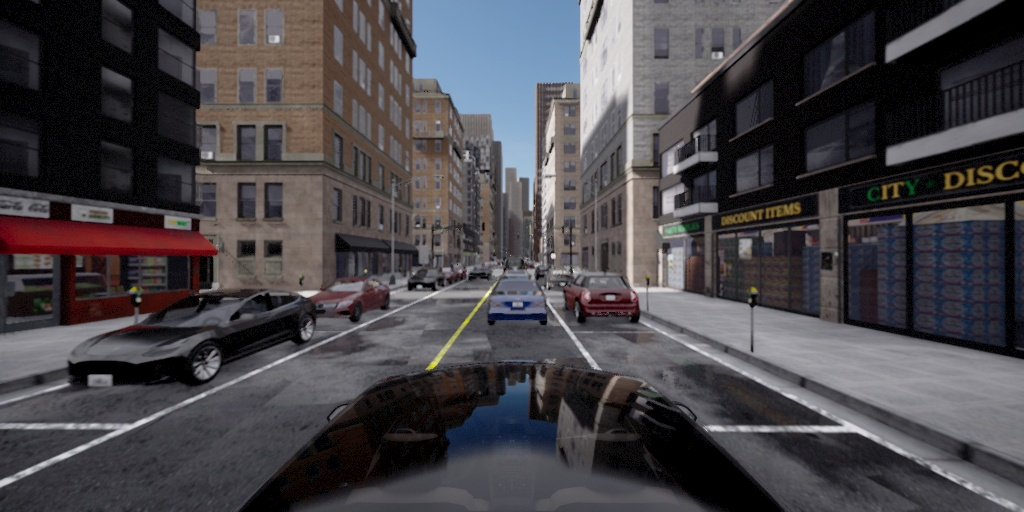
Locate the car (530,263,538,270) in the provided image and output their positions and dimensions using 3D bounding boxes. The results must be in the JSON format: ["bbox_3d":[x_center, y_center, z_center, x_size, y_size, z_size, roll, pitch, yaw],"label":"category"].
[{"bbox_3d":[3.101,1.554,34.539,1.948,1.339,4.313,0,0,0],"label":"car"}]

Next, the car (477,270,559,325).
[{"bbox_3d":[0.173,1.372,12.173,2.033,1.411,5.357,0,0,1],"label":"car"}]

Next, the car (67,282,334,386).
[{"bbox_3d":[-5.637,1.353,7.099,1.948,1.339,4.313,0,0,0],"label":"car"}]

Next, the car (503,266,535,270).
[{"bbox_3d":[0.257,1.506,23.274,1.895,1.301,4.718,0,0,0],"label":"car"}]

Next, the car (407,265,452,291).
[{"bbox_3d":[-5.509,1.472,23.602,1.948,1.339,4.313,0,0,0],"label":"car"}]

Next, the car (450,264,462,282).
[{"bbox_3d":[-5.467,1.529,29.104,1.802,1.307,4.207,0,0,0],"label":"car"}]

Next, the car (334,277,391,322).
[{"bbox_3d":[-5.594,1.409,12.601,1.802,1.307,4.207,0,0,0],"label":"car"}]

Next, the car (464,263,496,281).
[{"bbox_3d":[-2.803,1.573,32.383,1.895,1.301,4.718,0,0,1],"label":"car"}]

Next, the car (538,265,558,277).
[{"bbox_3d":[3.016,1.458,23.537,2.007,1.370,4.403,0,0,0],"label":"car"}]

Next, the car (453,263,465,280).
[{"bbox_3d":[-5.424,1.428,34.605,1.967,1.591,4.097,0,0,0],"label":"car"}]

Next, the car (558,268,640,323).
[{"bbox_3d":[2.931,1.267,12.535,1.967,1.591,4.097,0,0,0],"label":"car"}]

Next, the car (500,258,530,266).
[{"bbox_3d":[0.244,1.201,33.308,2.150,2.045,5.566,0,0,0],"label":"car"}]
